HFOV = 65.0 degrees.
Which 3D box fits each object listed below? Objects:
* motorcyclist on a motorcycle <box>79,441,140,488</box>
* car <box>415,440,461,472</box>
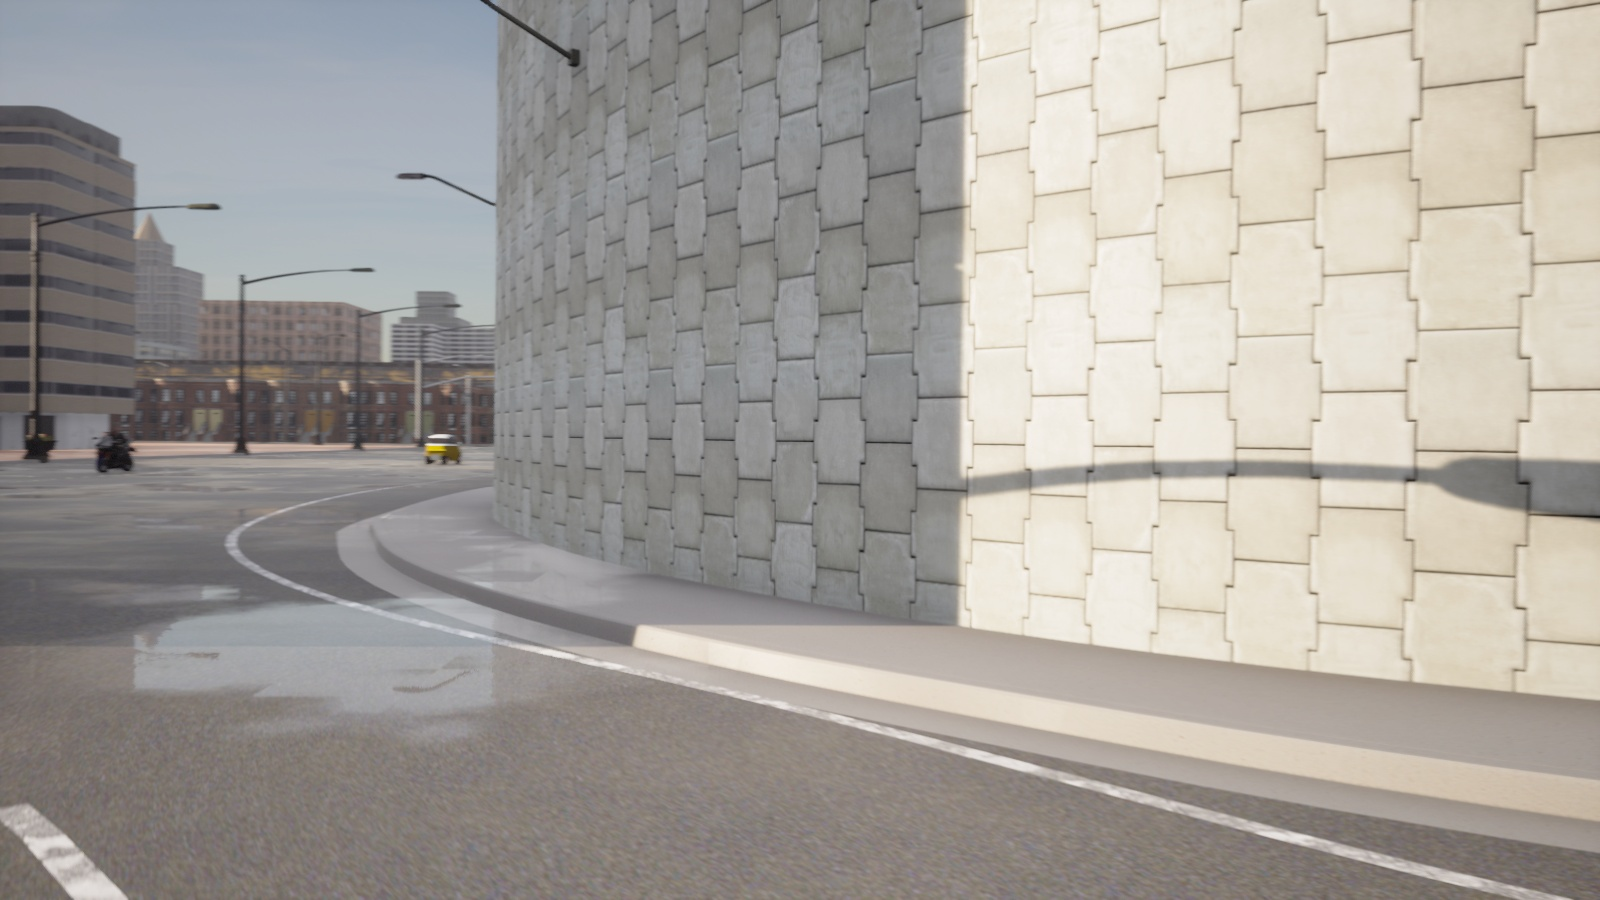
[{"bbox_3d":[-23.150,0.463,42.152,0.866,1.530,2.191,0,1,-1],"label":"motorcyclist on a motorcycle"},{"bbox_3d":[-16.452,0.265,57.190,1.481,1.376,2.207,0,1,-1],"label":"car"}]
